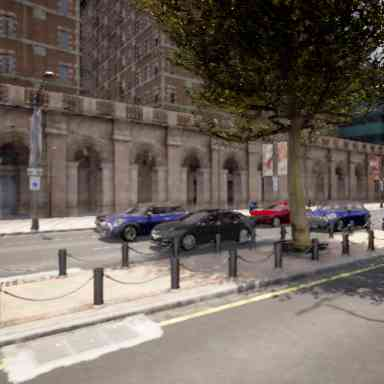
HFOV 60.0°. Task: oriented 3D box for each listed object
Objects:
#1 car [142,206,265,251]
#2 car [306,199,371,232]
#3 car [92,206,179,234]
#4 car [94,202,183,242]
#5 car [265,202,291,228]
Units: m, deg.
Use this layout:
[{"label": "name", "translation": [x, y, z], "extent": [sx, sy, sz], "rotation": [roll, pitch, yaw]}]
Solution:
[{"label": "car", "translation": [0.587, 1.491, 14.113], "extent": [4.892, 1.490, 1.837], "rotation": [0, 0, -35]}, {"label": "car", "translation": [8.720, 1.322, 19.913], "extent": [4.553, 1.767, 2.097], "rotation": [0, 0, -35]}, {"label": "car", "translation": [-3.258, 1.582, 19.661], "extent": [4.718, 1.301, 1.895], "rotation": [0, 0, -36]}, {"label": "car", "translation": [-2.190, 1.340, 16.431], "extent": [4.553, 1.767, 2.097], "rotation": [0, 0, -35]}, {"label": "car", "translation": [6.033, 1.449, 22.295], "extent": [5.008, 1.535, 1.882], "rotation": [0, 0, -35]}]
